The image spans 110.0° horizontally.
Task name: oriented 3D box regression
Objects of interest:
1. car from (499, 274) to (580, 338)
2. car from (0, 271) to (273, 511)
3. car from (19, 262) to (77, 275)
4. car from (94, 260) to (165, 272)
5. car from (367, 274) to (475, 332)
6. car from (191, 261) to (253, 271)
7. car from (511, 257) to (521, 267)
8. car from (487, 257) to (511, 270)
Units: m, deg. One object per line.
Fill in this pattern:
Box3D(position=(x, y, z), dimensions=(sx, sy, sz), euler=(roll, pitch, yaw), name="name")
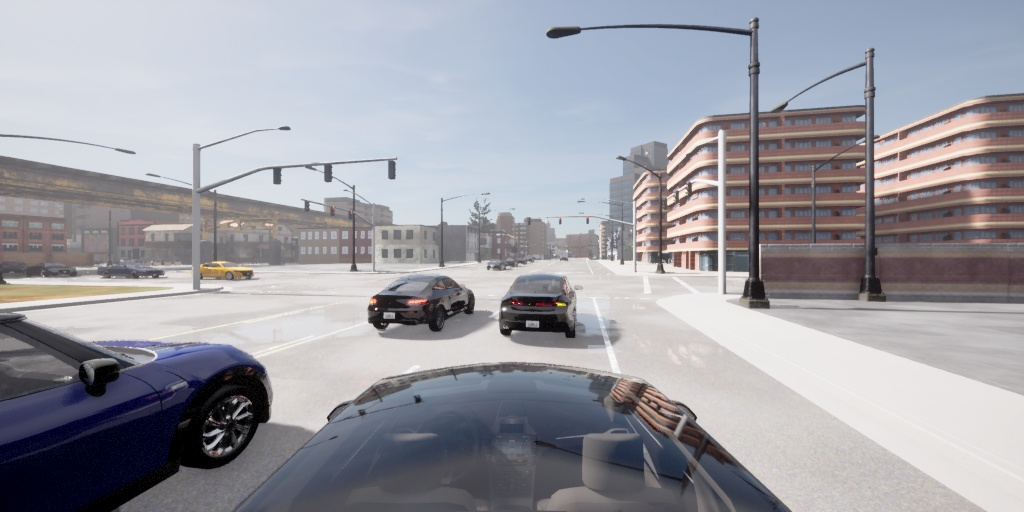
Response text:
Box3D(position=(0.907, 1.255, 10.284), dimensions=(1.837, 1.490, 4.892), euler=(0, 0, 11), name="car")
Box3D(position=(-3.858, 1.102, 2.146), dimensions=(2.097, 1.767, 4.553), euler=(0, 0, 6), name="car")
Box3D(position=(-43.983, 1.314, 34.216), dimensions=(4.181, 1.385, 1.994), euler=(0, 0, 15), name="car")
Box3D(position=(-34.263, 1.297, 32.185), dimensions=(5.357, 1.411, 2.033), euler=(0, 0, 9), name="car")
Box3D(position=(-2.539, 1.276, 10.924), dimensions=(1.812, 1.442, 4.674), euler=(0, 0, 11), name="car")
Box3D(position=(-24.604, 1.228, 30.554), dimensions=(5.008, 1.535, 1.882), euler=(0, 0, 10), name="car")
Box3D(position=(-0.245, 0.957, 57.338), dimensions=(1.882, 1.535, 5.008), euler=(0, 1, 11), name="car")
Box3D(position=(-2.042, 1.106, 48.061), dimensions=(2.128, 1.511, 4.902), euler=(0, 1, 11), name="car")
